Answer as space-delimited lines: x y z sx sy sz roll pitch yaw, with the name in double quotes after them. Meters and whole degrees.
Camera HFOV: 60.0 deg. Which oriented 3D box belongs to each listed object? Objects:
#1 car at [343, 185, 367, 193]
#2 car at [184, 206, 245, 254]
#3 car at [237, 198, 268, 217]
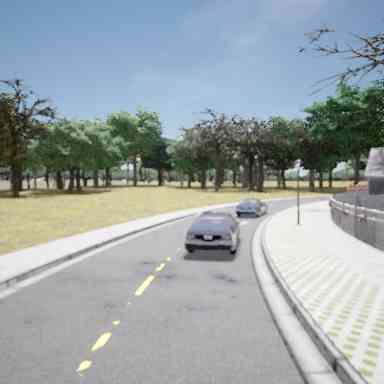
30.788 -0.259 62.682 5.566 2.045 2.150 -2 1 -34 "car"
0.977 1.535 13.602 2.033 1.411 5.357 0 1 10 "car"
5.026 1.239 27.703 2.033 1.411 5.357 0 2 22 "car"
